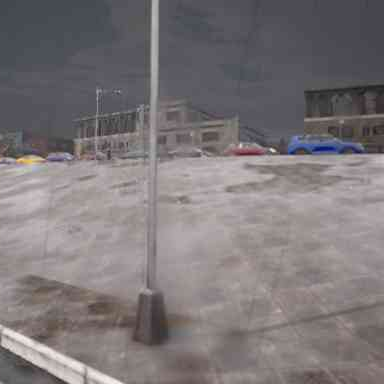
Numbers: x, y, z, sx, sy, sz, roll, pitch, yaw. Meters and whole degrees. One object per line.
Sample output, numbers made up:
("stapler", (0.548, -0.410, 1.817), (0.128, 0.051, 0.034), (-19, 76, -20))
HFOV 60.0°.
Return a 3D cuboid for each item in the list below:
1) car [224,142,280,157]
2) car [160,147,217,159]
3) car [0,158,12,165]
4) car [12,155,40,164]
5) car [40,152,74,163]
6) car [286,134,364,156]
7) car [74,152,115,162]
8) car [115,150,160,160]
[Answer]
("car", (5.036, -3.356, 27.918), (4.553, 1.767, 2.185), (1, 1, 26))
("car", (-0.045, -3.350, 30.360), (4.892, 1.521, 2.231), (1, 1, 27))
("car", (-24.202, -3.809, 43.967), (4.674, 1.452, 2.002), (1, 1, 33))
("car", (-19.489, -3.749, 41.039), (5.008, 1.535, 2.097), (1, 1, 32))
("car", (-14.735, -3.776, 38.223), (4.553, 1.767, 2.185), (1, 1, 31))
("car", (10.137, -3.339, 25.579), (5.566, 2.045, 2.435), (2, 1, 25))
("car", (-9.742, -3.518, 35.424), (4.792, 1.488, 2.163), (1, 1, 29))
("car", (-4.877, -3.409, 32.817), (4.674, 1.452, 2.002), (1, 1, 28))
